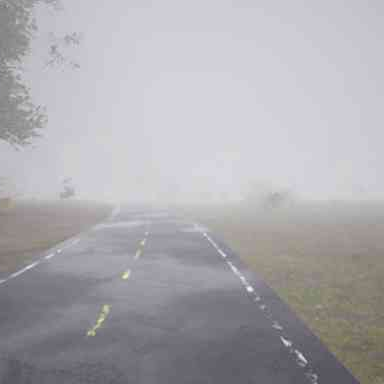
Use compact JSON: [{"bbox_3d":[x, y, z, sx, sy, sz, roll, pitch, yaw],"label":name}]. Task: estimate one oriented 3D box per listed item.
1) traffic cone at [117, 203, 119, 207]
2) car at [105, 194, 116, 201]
[{"bbox_3d":[-8.258,1.819,38.066,0.340,0.580,0.340,0,0,-12],"label":"traffic cone"},{"bbox_3d":[-19.232,1.217,78.439,1.837,1.490,4.892,0,0,-25],"label":"car"}]
